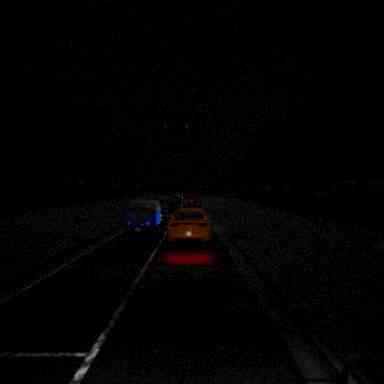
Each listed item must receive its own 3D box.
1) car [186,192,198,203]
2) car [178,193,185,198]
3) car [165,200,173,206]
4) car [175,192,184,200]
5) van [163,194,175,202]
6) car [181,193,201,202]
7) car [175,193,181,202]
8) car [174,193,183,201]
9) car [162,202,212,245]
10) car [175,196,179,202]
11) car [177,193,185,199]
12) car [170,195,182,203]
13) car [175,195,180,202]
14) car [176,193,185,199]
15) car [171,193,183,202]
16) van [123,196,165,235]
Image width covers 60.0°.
[{"bbox_3d":[-0.030,0.929,59.705,2.097,1.767,4.553,0,1,0],"label":"car"},{"bbox_3d":[-2.830,0.911,90.546,1.887,1.381,4.507,1,0,0],"label":"car"},{"bbox_3d":[-2.683,1.507,24.062,2.008,1.369,4.403,1,0,0],"label":"car"},{"bbox_3d":[-2.791,0.902,73.925,1.967,1.590,4.097,1,0,0],"label":"car"},{"bbox_3d":[-2.692,1.252,29.606,1.690,1.788,3.998,1,0,0],"label":"van"},{"bbox_3d":[0.008,1.118,42.286,2.097,1.767,4.553,0,1,0],"label":"car"},{"bbox_3d":[-2.740,1.222,51.768,1.947,1.339,4.313,1,1,0],"label":"car"},{"bbox_3d":[-2.778,1.029,68.216,1.752,1.417,4.829,1,0,0],"label":"car"},{"bbox_3d":[-0.103,1.477,15.556,1.882,1.535,5.008,0,0,1],"label":"car"},{"bbox_3d":[-2.705,1.420,35.152,1.947,1.339,4.313,1,1,0],"label":"car"},{"bbox_3d":[-2.818,0.963,85.006,1.947,1.339,4.313,1,0,0],"label":"car"},{"bbox_3d":[-2.754,1.181,57.309,1.802,1.307,4.206,1,1,0],"label":"car"},{"bbox_3d":[-2.715,1.368,40.692,1.802,1.307,4.206,1,1,0],"label":"car"},{"bbox_3d":[-2.805,0.979,79.465,2.008,1.369,4.403,1,0,0],"label":"car"},{"bbox_3d":[-2.765,0.988,62.846,1.967,1.590,4.097,1,1,0],"label":"car"},{"bbox_3d":[-2.671,1.329,18.515,1.690,1.788,3.998,0,0,0],"label":"van"}]
